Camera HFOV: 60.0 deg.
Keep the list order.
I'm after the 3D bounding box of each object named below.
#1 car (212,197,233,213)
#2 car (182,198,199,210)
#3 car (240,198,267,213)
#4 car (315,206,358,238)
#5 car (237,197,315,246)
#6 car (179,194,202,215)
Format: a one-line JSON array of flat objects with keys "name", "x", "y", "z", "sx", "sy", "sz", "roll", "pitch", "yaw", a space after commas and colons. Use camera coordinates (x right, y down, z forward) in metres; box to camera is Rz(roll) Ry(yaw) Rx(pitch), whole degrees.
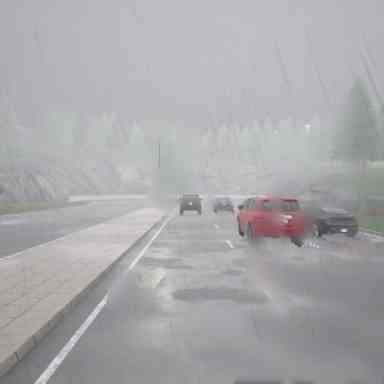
[{"name": "car", "x": 3.352, "y": 1.352, "z": 37.190, "sx": 2.097, "sy": 1.767, "sz": 4.553, "roll": 0, "pitch": 0, "yaw": 0}, {"name": "car", "x": -0.186, "y": 1.547, "z": 44.479, "sx": 2.033, "sy": 1.411, "sz": 5.357, "roll": 0, "pitch": 0, "yaw": 0}, {"name": "car", "x": 6.849, "y": 1.491, "z": 37.613, "sx": 2.128, "sy": 1.511, "sz": 4.902, "roll": 0, "pitch": 0, "yaw": 0}, {"name": "car", "x": 6.978, "y": 1.505, "z": 17.709, "sx": 1.837, "sy": 1.490, "sz": 4.892, "roll": 0, "pitch": 0, "yaw": 0}, {"name": "car", "x": 3.491, "y": 1.221, "z": 15.463, "sx": 2.150, "sy": 2.045, "sz": 5.566, "roll": 0, "pitch": 0, "yaw": 0}, {"name": "car", "x": -0.134, "y": 1.221, "z": 34.287, "sx": 2.150, "sy": 2.045, "sz": 5.566, "roll": 0, "pitch": 0, "yaw": 0}]
